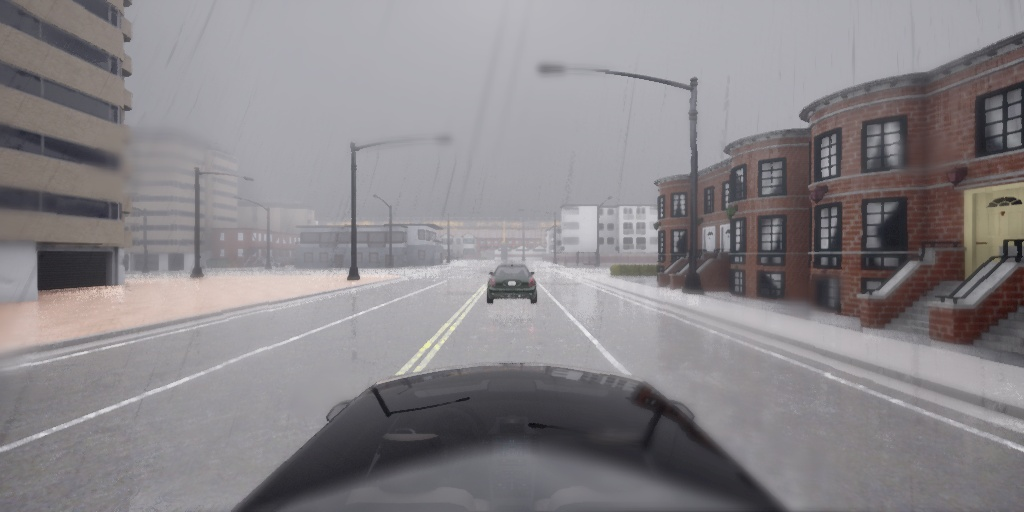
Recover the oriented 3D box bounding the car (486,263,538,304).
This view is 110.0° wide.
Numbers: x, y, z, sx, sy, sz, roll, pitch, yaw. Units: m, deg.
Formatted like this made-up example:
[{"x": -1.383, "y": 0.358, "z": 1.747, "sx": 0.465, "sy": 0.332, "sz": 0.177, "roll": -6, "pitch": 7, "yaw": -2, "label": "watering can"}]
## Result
[{"x": 0.000, "y": 1.113, "z": 16.470, "sx": 2.097, "sy": 1.767, "sz": 4.553, "roll": 0, "pitch": 0, "yaw": 0, "label": "car"}]
